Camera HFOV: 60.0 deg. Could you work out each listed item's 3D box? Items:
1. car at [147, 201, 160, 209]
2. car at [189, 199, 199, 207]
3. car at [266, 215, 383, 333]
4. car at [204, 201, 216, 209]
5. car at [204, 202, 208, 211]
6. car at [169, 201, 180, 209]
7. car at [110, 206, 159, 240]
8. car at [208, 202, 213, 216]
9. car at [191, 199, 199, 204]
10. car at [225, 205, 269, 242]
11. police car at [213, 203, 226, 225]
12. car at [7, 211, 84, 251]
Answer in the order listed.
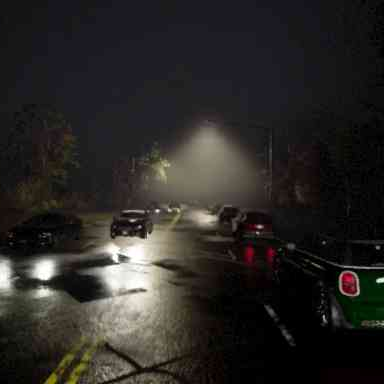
[{"bbox_3d":[-6.471,2.270,56.918,1.812,1.442,4.674,1,-1,1],"label":"car"},{"bbox_3d":[0.286,2.485,71.147,1.895,1.301,4.718,1,-1,1],"label":"car"},{"bbox_3d":[3.252,1.557,7.295,2.097,1.767,4.553,1,-1,0],"label":"car"},{"bbox_3d":[3.390,2.481,62.242,1.994,1.385,4.181,0,-1,1],"label":"car"},{"bbox_3d":[3.275,2.384,51.305,1.895,1.301,4.718,1,-1,0],"label":"car"},{"bbox_3d":[-3.160,2.308,60.565,1.882,1.535,5.008,1,-1,1],"label":"car"},{"bbox_3d":[-3.355,1.794,19.094,2.128,1.511,4.902,1,-1,0],"label":"car"},{"bbox_3d":[3.234,2.168,40.309,1.812,1.442,4.674,1,-1,0],"label":"car"},{"bbox_3d":[0.890,2.648,94.624,2.033,1.411,5.357,1,-1,2],"label":"car"},{"bbox_3d":[3.261,1.773,18.318,2.033,1.649,4.856,2,-1,0],"label":"car"},{"bbox_3d":[3.239,1.928,29.422,1.930,1.638,5.238,1,0,0],"label":"police car"},{"bbox_3d":[-6.603,1.689,15.542,1.882,1.535,5.008,1,-1,0],"label":"car"}]
